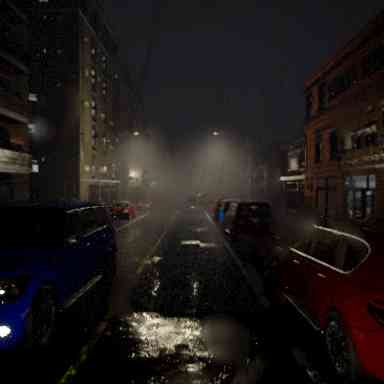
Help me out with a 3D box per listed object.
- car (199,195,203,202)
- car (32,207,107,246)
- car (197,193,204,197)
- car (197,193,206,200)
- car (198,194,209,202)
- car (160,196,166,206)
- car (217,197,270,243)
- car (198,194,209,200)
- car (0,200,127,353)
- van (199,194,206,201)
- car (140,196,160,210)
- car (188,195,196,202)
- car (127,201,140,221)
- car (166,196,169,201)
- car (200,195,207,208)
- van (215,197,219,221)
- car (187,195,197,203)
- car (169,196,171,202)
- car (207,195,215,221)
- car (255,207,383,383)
[{"bbox_3d":[2.623,1.583,53.687,1.947,1.339,4.313,-1,0,0],"label":"car"},{"bbox_3d":[-5.711,1.557,16.175,2.008,1.369,4.403,-1,0,0],"label":"car"},{"bbox_3d":[2.614,1.333,64.847,2.192,1.841,5.009,-1,0,0],"label":"car"},{"bbox_3d":[2.604,1.329,92.745,2.192,1.841,5.009,-1,0,0],"label":"car"},{"bbox_3d":[2.610,1.332,76.006,2.192,1.841,5.009,-1,0,0],"label":"car"},{"bbox_3d":[-5.725,1.541,53.464,1.752,1.417,4.829,-1,0,0],"label":"car"},{"bbox_3d":[2.665,1.322,16.171,2.192,1.841,5.009,-1,0,0],"label":"car"},{"bbox_3d":[2.621,1.583,59.267,1.947,1.339,4.313,-1,0,0],"label":"car"},{"bbox_3d":[-3.055,1.224,6.518,2.150,2.045,5.566,0,0,2],"label":"car"},{"bbox_3d":[2.607,1.357,87.166,1.690,1.788,3.998,-1,0,0],"label":"van"},{"bbox_3d":[-5.722,1.454,43.211,1.967,1.590,4.097,-1,0,0],"label":"car"},{"bbox_3d":[-0.030,1.473,79.957,1.882,1.535,5.008,0,0,0],"label":"car"},{"bbox_3d":[-5.716,1.450,26.989,1.967,1.590,4.097,-1,0,0],"label":"car"},{"bbox_3d":[-5.728,1.456,59.214,1.967,1.590,4.097,-1,0,0],"label":"car"},{"bbox_3d":[2.658,1.576,48.116,2.008,1.369,4.403,-1,0,0],"label":"car"},{"bbox_3d":[2.664,1.350,21.578,1.690,1.788,3.998,-1,0,0],"label":"van"},{"bbox_3d":[-0.026,1.541,69.957,1.812,1.442,4.674,0,0,0],"label":"car"},{"bbox_3d":[-5.732,1.582,75.954,1.947,1.339,4.313,-1,0,0],"label":"car"},{"bbox_3d":[2.661,1.326,26.985,2.192,1.841,5.009,-1,0,0],"label":"car"},{"bbox_3d":[2.669,1.318,5.356,2.192,1.841,5.009,-1,0,0],"label":"car"}]
